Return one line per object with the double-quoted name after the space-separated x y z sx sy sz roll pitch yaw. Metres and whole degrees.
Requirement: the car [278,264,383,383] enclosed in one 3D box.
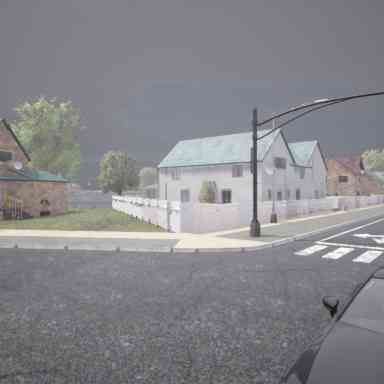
2.526 1.524 3.407 1.812 1.442 4.674 0 0 42 "car"
